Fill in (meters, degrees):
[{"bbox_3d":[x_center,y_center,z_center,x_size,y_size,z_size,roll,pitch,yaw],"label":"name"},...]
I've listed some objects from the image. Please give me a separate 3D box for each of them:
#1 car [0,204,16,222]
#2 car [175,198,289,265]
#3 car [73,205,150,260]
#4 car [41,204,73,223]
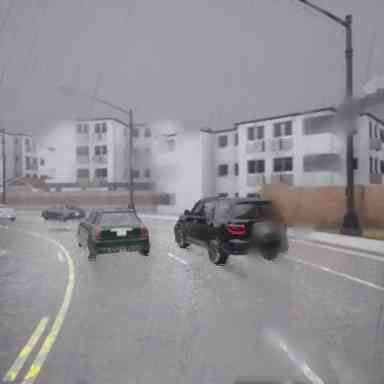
[{"bbox_3d":[-16.169,1.709,26.981,4.674,1.442,1.812,-1,0,31],"label":"car"},{"bbox_3d":[1.121,1.219,11.985,2.150,2.045,5.566,0,0,-21],"label":"car"},{"bbox_3d":[-3.203,1.394,12.957,2.097,1.767,4.553,-1,0,-24],"label":"car"},{"bbox_3d":[-10.591,1.691,27.370,4.181,1.385,1.994,-1,0,38],"label":"car"}]
